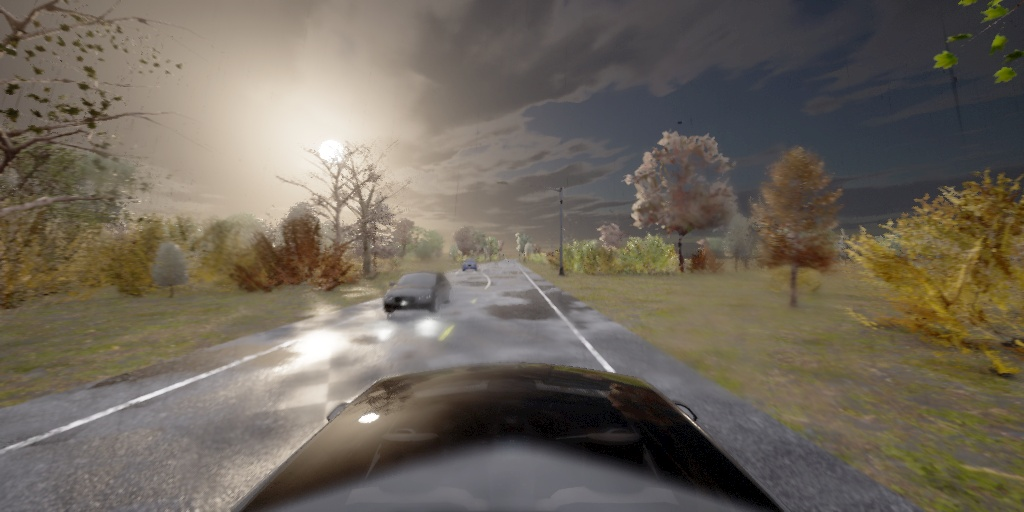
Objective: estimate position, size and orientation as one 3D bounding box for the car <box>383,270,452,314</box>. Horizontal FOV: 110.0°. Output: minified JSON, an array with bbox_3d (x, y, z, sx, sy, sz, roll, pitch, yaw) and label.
[{"bbox_3d":[-3.617,1.364,14.477,1.837,1.490,4.892,0,0,0],"label":"car"}]

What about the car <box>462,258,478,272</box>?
[{"bbox_3d":[-6.540,1.383,55.896,2.150,2.045,5.566,0,0,-5],"label":"car"}]
